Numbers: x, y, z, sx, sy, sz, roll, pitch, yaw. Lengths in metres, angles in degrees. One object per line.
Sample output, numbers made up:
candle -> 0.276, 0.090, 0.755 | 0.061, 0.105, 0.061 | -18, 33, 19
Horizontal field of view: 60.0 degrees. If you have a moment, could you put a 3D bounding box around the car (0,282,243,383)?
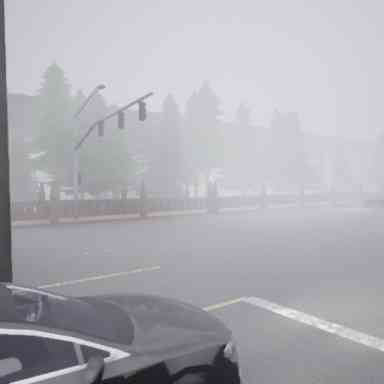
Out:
car -> -1.758, 1.497, 2.516 | 4.902, 1.511, 2.128 | -1, 1, -35

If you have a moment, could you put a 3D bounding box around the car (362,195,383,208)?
car -> 20.216, 0.975, 35.707 | 4.718, 1.301, 1.895 | -1, 1, -36
